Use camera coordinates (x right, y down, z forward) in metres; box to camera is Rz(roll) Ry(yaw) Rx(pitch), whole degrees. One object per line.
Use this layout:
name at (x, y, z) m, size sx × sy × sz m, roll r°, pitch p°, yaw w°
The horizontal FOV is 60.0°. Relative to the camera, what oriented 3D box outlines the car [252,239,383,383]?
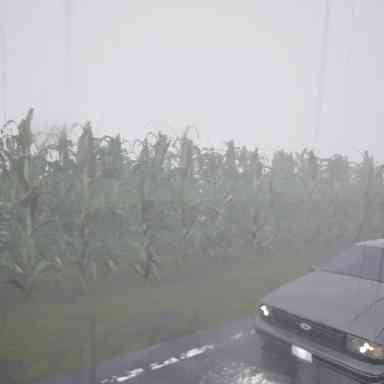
car at (3.472, 1.545, 5.545) m, size 5.357 × 1.411 × 2.033 m, roll 0°, pitch 0°, yaw -36°
